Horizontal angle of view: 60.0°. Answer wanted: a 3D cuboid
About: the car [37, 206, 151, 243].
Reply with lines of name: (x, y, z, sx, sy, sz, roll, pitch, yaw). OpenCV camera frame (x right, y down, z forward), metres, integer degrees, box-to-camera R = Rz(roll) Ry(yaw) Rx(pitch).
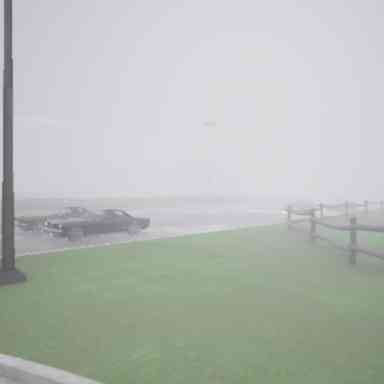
car: (-4.343, 1.462, 15.539, 4.718, 1.301, 1.895, 0, 1, -45)

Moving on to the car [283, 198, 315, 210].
car: (11.690, 1.345, 36.357, 4.181, 1.385, 1.994, 0, 1, -44)

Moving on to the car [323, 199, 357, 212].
car: (15.778, 1.409, 35.467, 4.718, 1.301, 1.895, 0, 1, -44)

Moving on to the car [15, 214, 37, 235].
car: (-6.960, 1.431, 17.872, 4.718, 1.301, 1.895, 0, 1, -45)
